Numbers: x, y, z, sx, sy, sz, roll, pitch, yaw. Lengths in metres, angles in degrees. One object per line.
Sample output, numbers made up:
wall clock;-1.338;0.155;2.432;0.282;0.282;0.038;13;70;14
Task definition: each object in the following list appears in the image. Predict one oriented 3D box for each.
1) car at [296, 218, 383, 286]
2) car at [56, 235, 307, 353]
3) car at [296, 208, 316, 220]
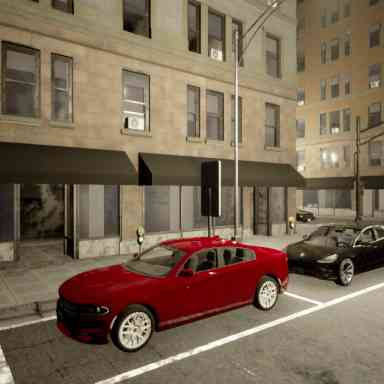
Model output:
car;4.332;1.566;9.418;4.313;1.339;1.947;0;0;-36
car;-0.105;1.545;6.150;4.507;1.381;1.887;0;0;-36
car;6.931;1.614;25.956;2.033;1.411;5.357;0;0;-33
